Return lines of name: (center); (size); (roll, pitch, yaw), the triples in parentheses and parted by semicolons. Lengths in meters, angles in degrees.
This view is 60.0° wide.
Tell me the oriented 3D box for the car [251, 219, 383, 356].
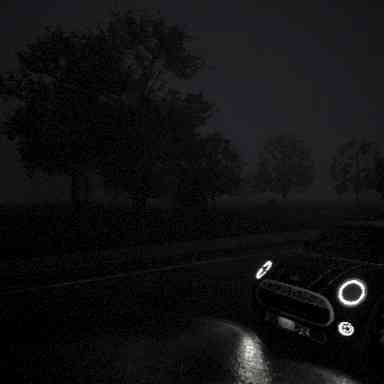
car: (3.247, 1.344, 6.168); (4.553, 1.767, 2.097); (0, 0, -34)
